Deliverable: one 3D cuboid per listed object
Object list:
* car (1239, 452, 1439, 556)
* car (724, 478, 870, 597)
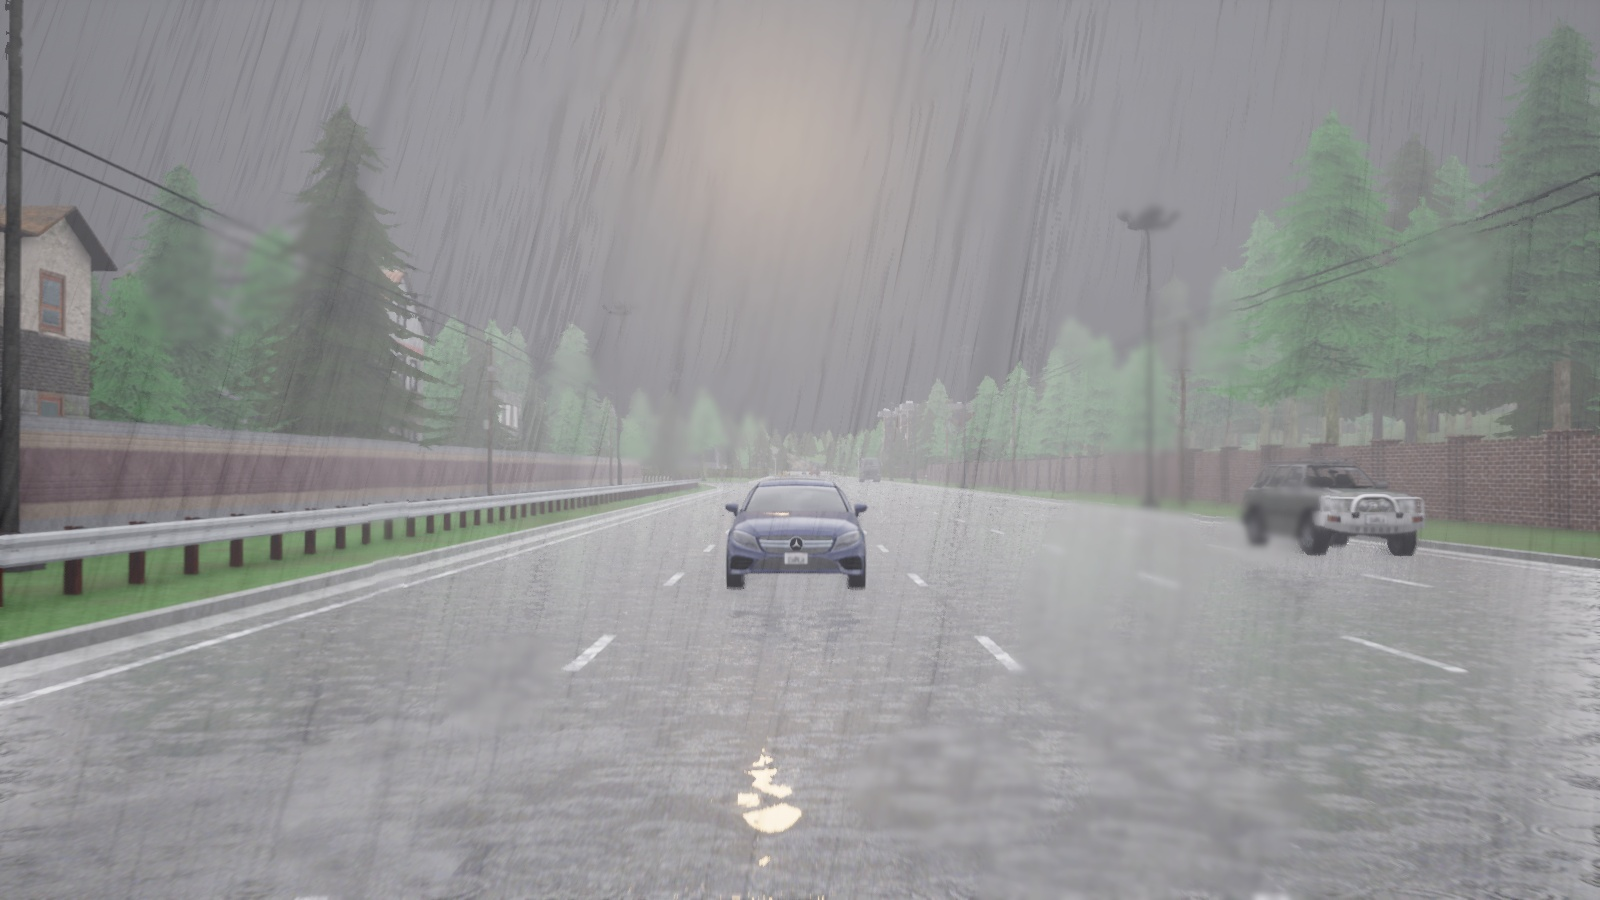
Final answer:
[{"bbox_3d":[10.439,1.004,24.750,1.932,1.855,4.605,0,-1,0],"label":"car"},{"bbox_3d":[-0.043,1.140,17.905,1.812,1.442,4.674,0,-1,0],"label":"car"}]
